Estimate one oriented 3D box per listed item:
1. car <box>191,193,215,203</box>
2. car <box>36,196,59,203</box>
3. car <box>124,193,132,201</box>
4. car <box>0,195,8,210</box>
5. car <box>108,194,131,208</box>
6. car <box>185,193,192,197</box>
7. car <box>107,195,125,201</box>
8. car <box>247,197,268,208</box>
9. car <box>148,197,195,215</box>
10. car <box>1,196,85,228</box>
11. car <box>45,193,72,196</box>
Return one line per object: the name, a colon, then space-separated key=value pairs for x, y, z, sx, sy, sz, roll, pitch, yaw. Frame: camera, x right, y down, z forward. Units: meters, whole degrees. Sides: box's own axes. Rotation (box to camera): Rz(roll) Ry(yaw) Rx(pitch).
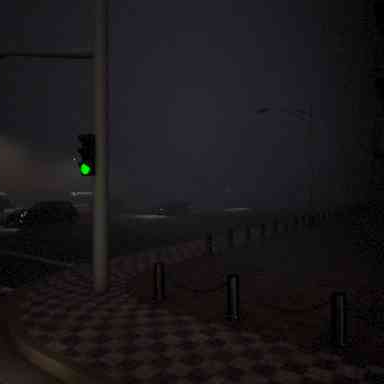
car: x=2.461 y=1.214 z=64.284 sx=1.932 sy=1.855 sz=4.605 roll=0 pitch=0 yaw=36
car: x=-28.329 y=1.430 z=65.231 sx=1.784 sy=1.438 sz=3.905 roll=0 pitch=0 yaw=36
car: x=-15.690 y=1.221 z=77.610 sx=1.905 sy=1.878 sz=3.866 roll=0 pitch=0 yaw=36
car: x=-25.929 y=1.459 z=44.780 sx=1.970 sy=1.475 sz=3.806 roll=0 pitch=0 yaw=36
car: x=-12.349 y=1.458 z=53.550 sx=1.970 sy=1.475 sz=3.806 roll=0 pitch=0 yaw=36
car: x=0.159 y=1.218 z=66.039 sx=1.905 sy=1.878 sz=3.866 roll=0 pitch=0 yaw=36
car: x=-18.019 y=1.461 z=79.331 sx=1.970 sy=1.475 sz=3.806 roll=0 pitch=0 yaw=36
car: x=10.030 y=1.557 z=50.808 sx=2.128 sy=1.511 sz=4.902 roll=0 pitch=0 yaw=36
car: x=-2.097 y=1.562 z=34.305 sx=1.837 sy=1.490 sz=4.892 roll=0 pitch=1 yaw=36
car: x=-10.231 y=1.411 z=23.128 sx=2.097 sy=1.767 sz=4.553 roll=0 pitch=0 yaw=36
car: x=-26.031 y=1.219 z=63.467 sx=1.932 sy=1.855 sz=4.605 roll=0 pitch=0 yaw=36
